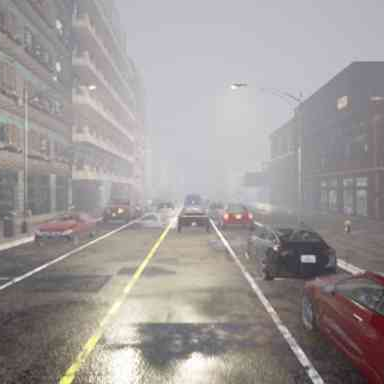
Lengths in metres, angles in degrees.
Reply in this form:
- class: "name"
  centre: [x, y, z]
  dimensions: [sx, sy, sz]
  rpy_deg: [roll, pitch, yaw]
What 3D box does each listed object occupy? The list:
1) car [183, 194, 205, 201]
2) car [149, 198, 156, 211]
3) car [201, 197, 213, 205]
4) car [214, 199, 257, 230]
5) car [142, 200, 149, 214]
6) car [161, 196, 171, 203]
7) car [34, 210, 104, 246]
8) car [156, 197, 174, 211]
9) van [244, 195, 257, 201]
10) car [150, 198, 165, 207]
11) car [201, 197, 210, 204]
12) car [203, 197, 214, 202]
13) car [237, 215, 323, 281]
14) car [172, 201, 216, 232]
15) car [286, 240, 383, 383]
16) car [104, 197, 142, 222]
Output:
- class: "car"
  centre: [0.111, 1.303, 40.990]
  dimensions: [2.150, 2.045, 5.566]
  rpy_deg: [0, -1, -1]
- class: "car"
  centre: [-5.691, 1.629, 38.244]
  dimensions: [2.008, 1.369, 4.403]
  rpy_deg: [0, 0, 0]
- class: "car"
  centre: [2.692, 1.689, 61.024]
  dimensions: [1.887, 1.381, 4.507]
  rpy_deg: [0, 0, 0]
- class: "car"
  centre: [2.687, 1.480, 21.149]
  dimensions: [1.967, 1.590, 4.097]
  rpy_deg: [0, 0, 0]
- class: "car"
  centre: [-5.692, 1.504, 32.547]
  dimensions: [1.967, 1.590, 4.097]
  rpy_deg: [0, 0, 0]
- class: "car"
  centre: [-5.688, 1.708, 72.254]
  dimensions: [1.752, 1.417, 4.829]
  rpy_deg: [0, 0, 0]
- class: "car"
  centre: [-5.693, 1.610, 15.456]
  dimensions: [1.802, 1.307, 4.206]
  rpy_deg: [0, 0, 0]
- class: "car"
  centre: [-2.996, 1.438, 38.898]
  dimensions: [1.994, 1.385, 4.181]
  rpy_deg: [0, 0, 0]
- class: "van"
  centre: [14.667, 1.629, 83.183]
  dimensions: [3.998, 1.788, 1.690]
  rpy_deg: [0, 0, 0]
- class: "car"
  centre: [-5.689, 1.692, 55.334]
  dimensions: [1.947, 1.339, 4.313]
  rpy_deg: [0, 0, 0]
- class: "car"
  centre: [2.693, 1.689, 66.892]
  dimensions: [1.752, 1.417, 4.829]
  rpy_deg: [0, 0, 0]
- class: "car"
  centre: [2.690, 1.629, 38.238]
  dimensions: [2.008, 1.369, 4.403]
  rpy_deg: [0, 0, 0]
- class: "car"
  centre: [2.687, 1.583, 9.756]
  dimensions: [1.947, 1.339, 4.313]
  rpy_deg: [0, 0, 0]
- class: "car"
  centre: [0.102, 1.530, 20.422]
  dimensions: [2.128, 1.511, 4.902]
  rpy_deg: [0, 0, 0]
- class: "car"
  centre: [2.687, 1.589, 4.059]
  dimensions: [1.802, 1.307, 4.206]
  rpy_deg: [0, 0, 0]
- class: "car"
  centre: [-5.693, 1.366, 26.850]
  dimensions: [2.192, 1.841, 5.009]
  rpy_deg: [0, 0, 0]
